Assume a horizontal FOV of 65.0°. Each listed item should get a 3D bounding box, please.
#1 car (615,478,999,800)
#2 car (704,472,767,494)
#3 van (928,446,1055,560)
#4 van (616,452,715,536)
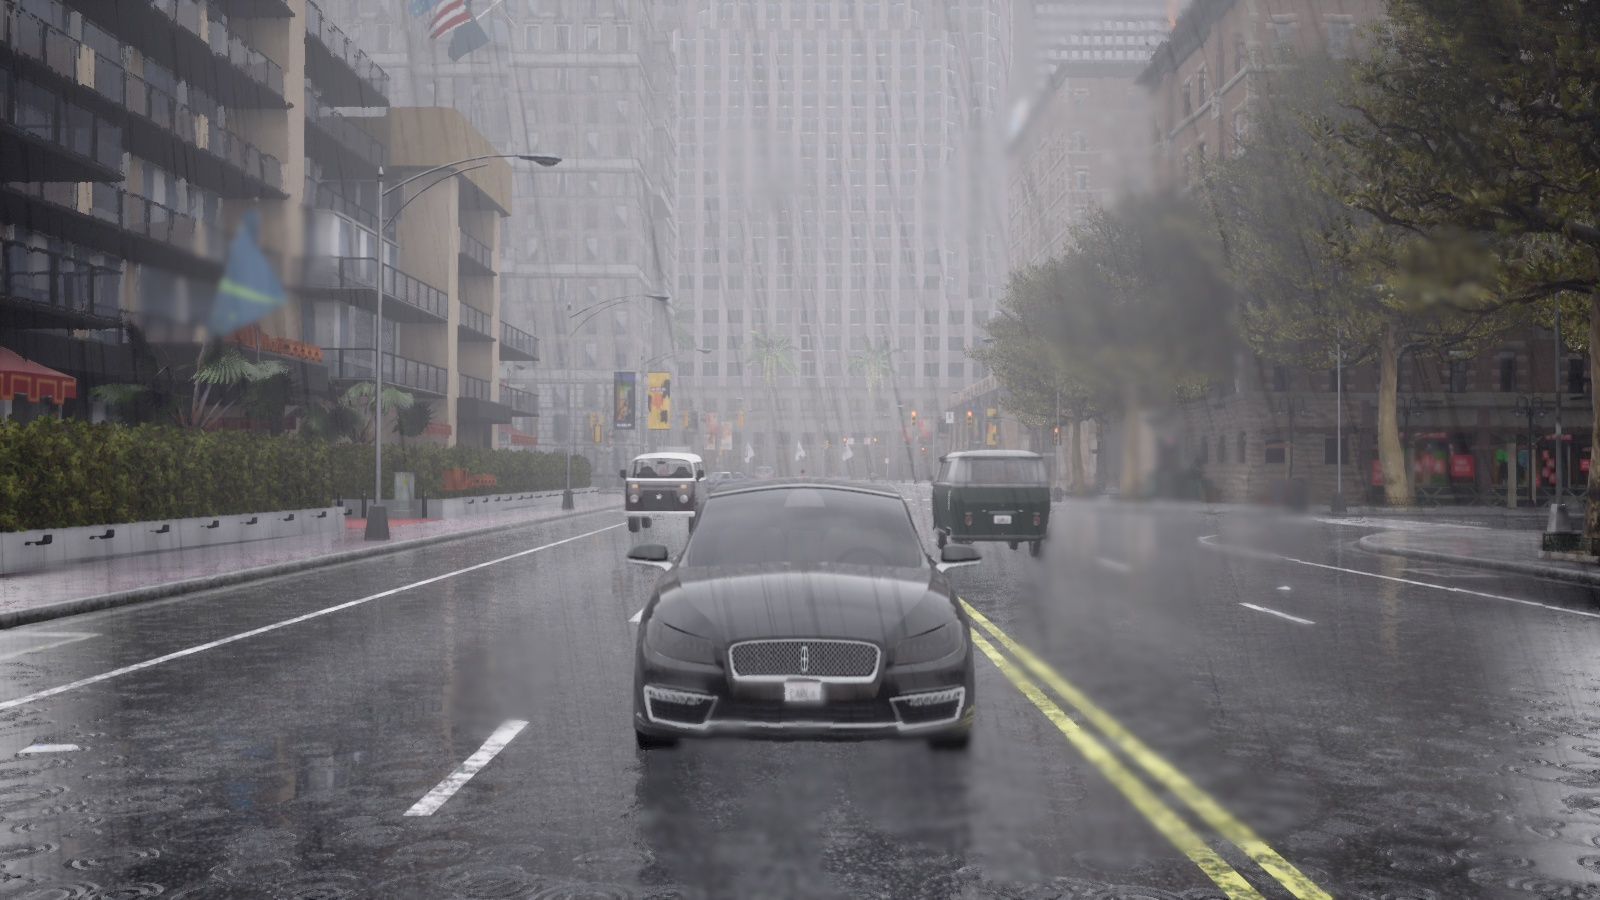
[{"bbox_3d":[0.036,0.961,8.469,1.837,1.490,4.892,0,-1,0],"label":"car"},{"bbox_3d":[-4.373,2.229,85.443,3.806,1.475,1.970,0,-1,-32],"label":"car"},{"bbox_3d":[3.570,0.958,24.167,1.775,1.987,4.442,0,-1,0],"label":"van"},{"bbox_3d":[-3.407,1.097,32.530,2.069,2.038,4.480,0,-1,0],"label":"van"}]
